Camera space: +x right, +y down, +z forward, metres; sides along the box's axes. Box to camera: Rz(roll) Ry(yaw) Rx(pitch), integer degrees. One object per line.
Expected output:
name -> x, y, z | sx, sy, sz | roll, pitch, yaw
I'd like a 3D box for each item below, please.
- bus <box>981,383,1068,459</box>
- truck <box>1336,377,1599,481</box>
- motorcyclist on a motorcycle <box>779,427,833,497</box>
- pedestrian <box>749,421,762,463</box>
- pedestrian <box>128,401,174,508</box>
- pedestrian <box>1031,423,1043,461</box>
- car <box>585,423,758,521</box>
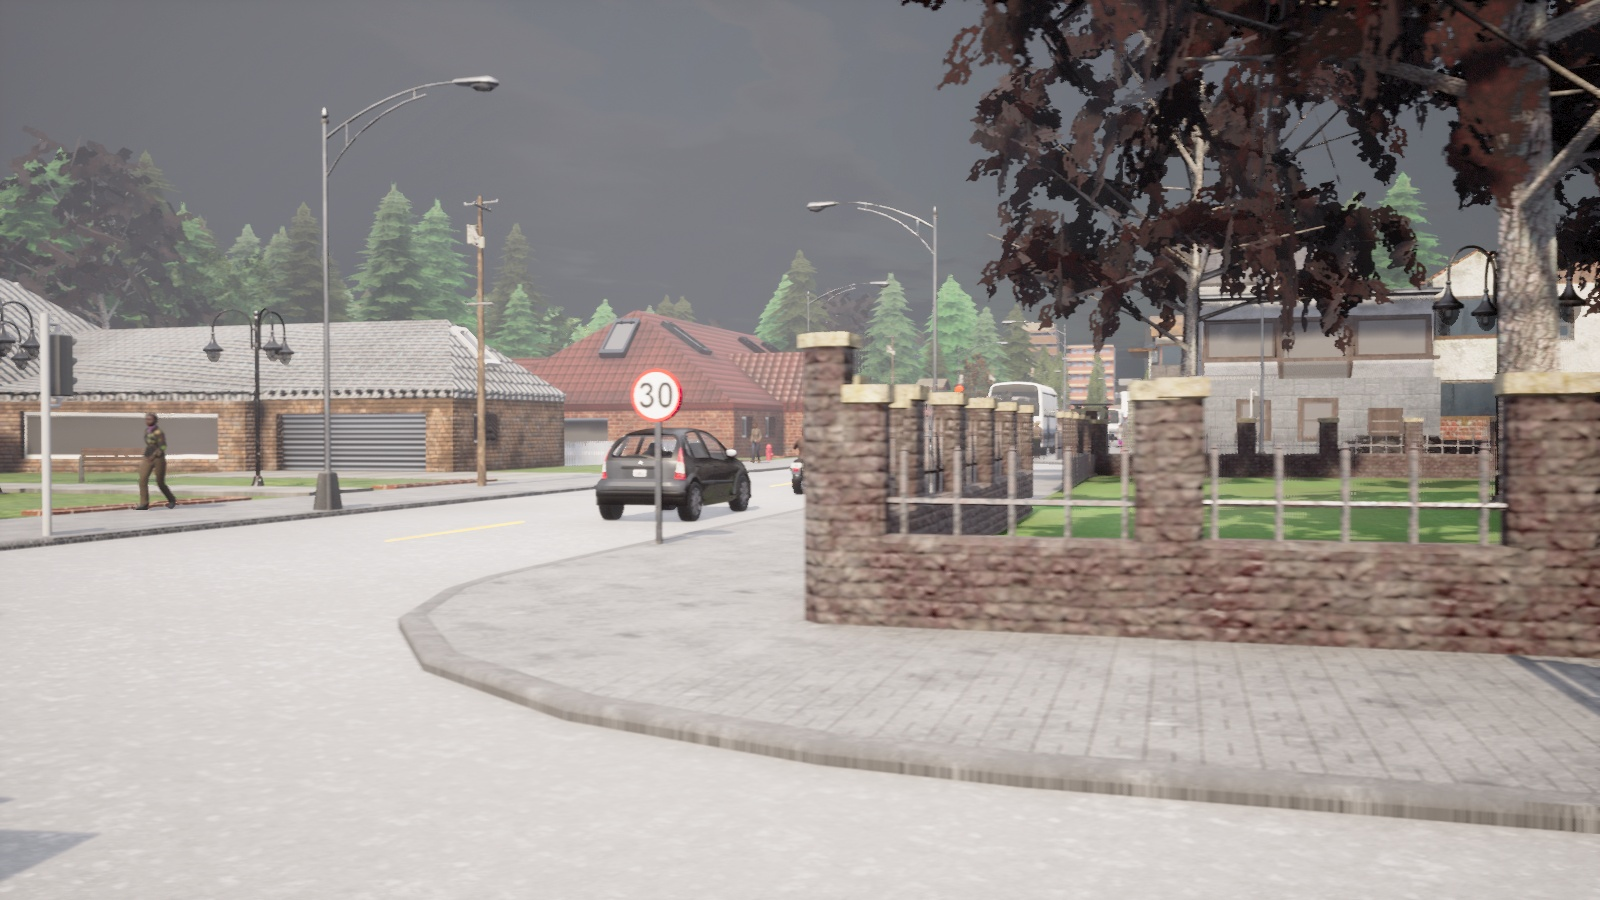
bus -> 13.756, -1.719, 76.112 | 3.944, 4.253, 10.273 | 1, 1, 17
truck -> 23.255, -0.748, 43.862 | 7.936, 3.462, 2.891 | 1, 1, 14
motorcyclist on a motorcycle -> 0.172, 0.269, 31.125 | 0.766, 1.649, 2.350 | 1, 1, 15
pedestrian -> -1.929, -0.358, 54.139 | 0.328, 1.805, 0.869 | 1, 1, 15
pedestrian -> -11.930, 0.081, 23.095 | 0.395, 1.930, 0.692 | 0, 1, 12
pedestrian -> 11.472, -0.394, 60.705 | 0.331, 1.846, 0.634 | 1, 1, 33
car -> -2.251, 0.334, 23.132 | 1.851, 1.617, 3.988 | 1, 1, 16
